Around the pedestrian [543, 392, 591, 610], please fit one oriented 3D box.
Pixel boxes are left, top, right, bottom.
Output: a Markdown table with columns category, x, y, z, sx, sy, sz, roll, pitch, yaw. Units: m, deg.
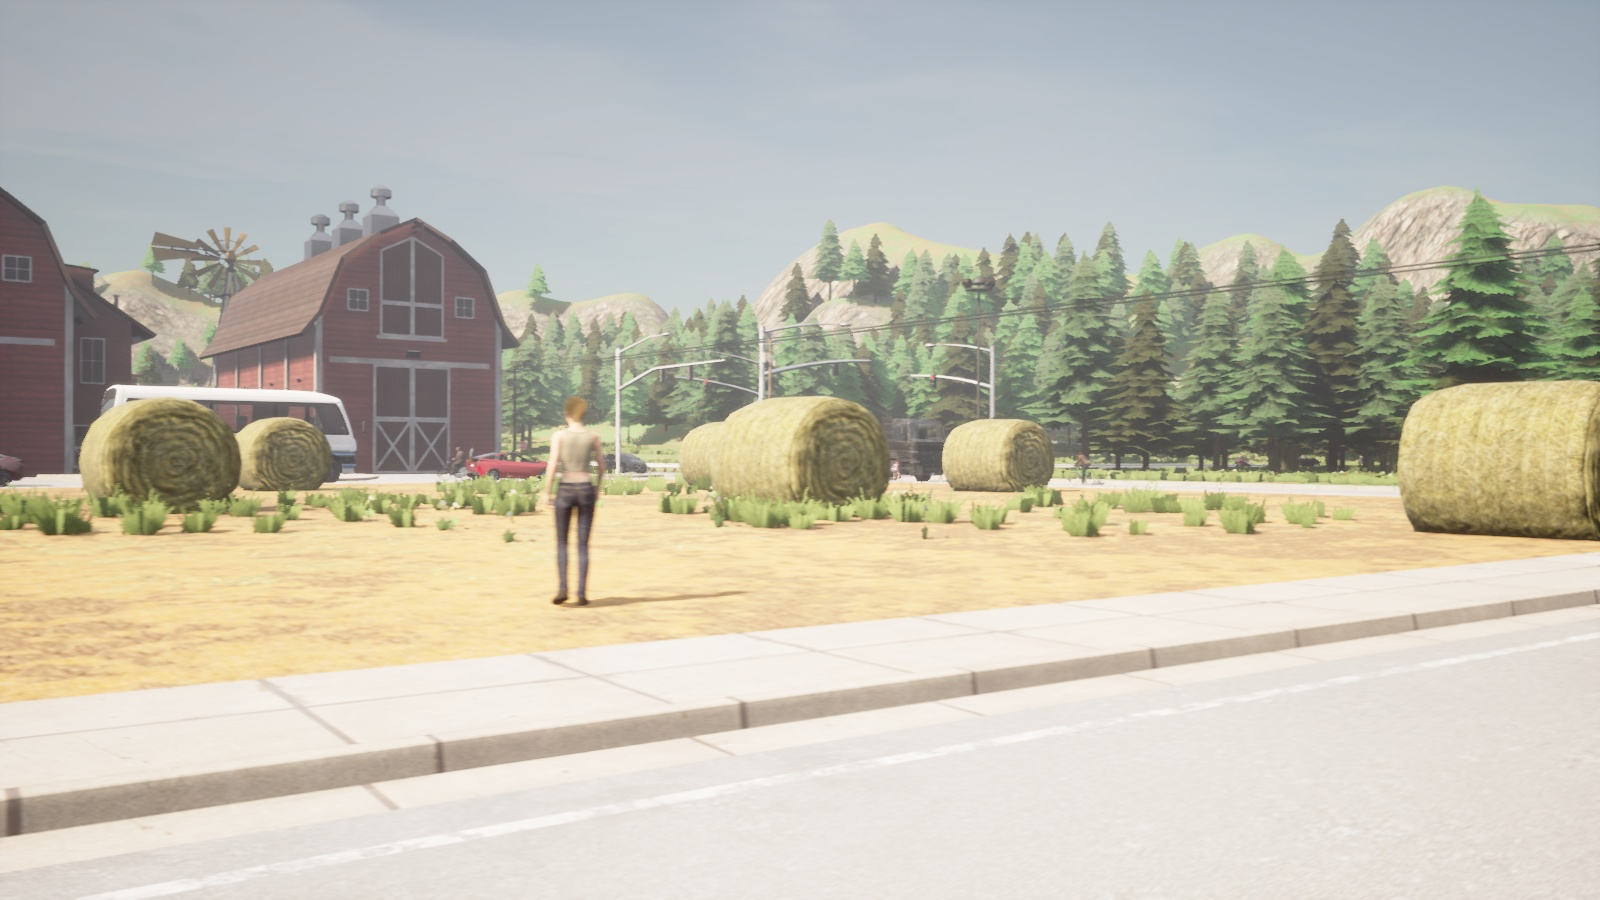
| category | x | y | z | sx | sy | sz | roll | pitch | yaw |
| --- | --- | --- | --- | --- | --- | --- | --- | --- | --- |
| pedestrian | -2.033 | 0.432 | 10.918 | 0.345 | 1.836 | 0.594 | 0 | 0 | -17 |

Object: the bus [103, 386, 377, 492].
| category | x | y | z | sx | sy | sz | roll | pitch | yaw |
| --- | --- | --- | --- | --- | --- | --- | --- | --- | --- |
| bus | -24.369 | -0.437 | 55.044 | 10.273 | 4.253 | 3.944 | 0 | 0 | -39 |

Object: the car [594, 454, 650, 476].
| category | x | y | z | sx | sy | sz | roll | pitch | yaw |
| --- | --- | --- | --- | --- | --- | --- | --- | --- | --- |
| car | -12.709 | 1.031 | 89.430 | 1.837 | 1.490 | 4.892 | 0 | 0 | -38 |

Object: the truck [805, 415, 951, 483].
| category | x | y | z | sx | sy | sz | roll | pitch | yaw |
| --- | --- | --- | --- | --- | --- | --- | --- | --- | --- |
| truck | 4.086 | -0.045 | 67.643 | 2.891 | 3.462 | 7.936 | 0 | 0 | -44 |

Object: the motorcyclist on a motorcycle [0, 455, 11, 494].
| category | x | y | z | sx | sy | sz | roll | pitch | yaw |
| --- | --- | --- | --- | --- | --- | --- | --- | --- | --- |
| motorcyclist on a motorcycle | -32.071 | 0.954 | 48.877 | 2.191 | 1.530 | 0.866 | 0 | 0 | -39 |

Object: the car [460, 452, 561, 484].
| category | x | y | z | sx | sy | sz | roll | pitch | yaw |
| --- | --- | --- | --- | --- | --- | --- | --- | --- | --- |
| car | -14.487 | 0.881 | 62.940 | 4.514 | 1.525 | 2.007 | 0 | 0 | -39 |

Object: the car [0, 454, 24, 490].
| category | x | y | z | sx | sy | sz | roll | pitch | yaw |
| --- | --- | --- | --- | --- | --- | --- | --- | --- | --- |
| car | -34.640 | 0.892 | 51.304 | 4.792 | 1.488 | 2.163 | 0 | 0 | -39 |
